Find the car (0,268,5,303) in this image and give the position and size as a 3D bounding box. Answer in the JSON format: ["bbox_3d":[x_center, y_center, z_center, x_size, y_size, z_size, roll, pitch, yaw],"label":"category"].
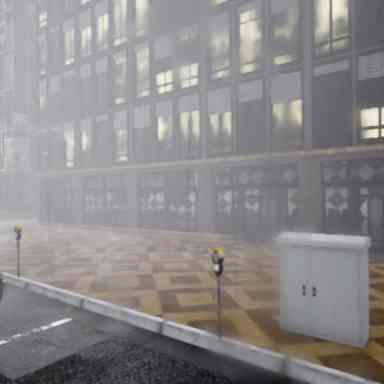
[{"bbox_3d":[-5.249,1.545,6.475,4.206,1.307,1.802,0,-1,35],"label":"car"}]
